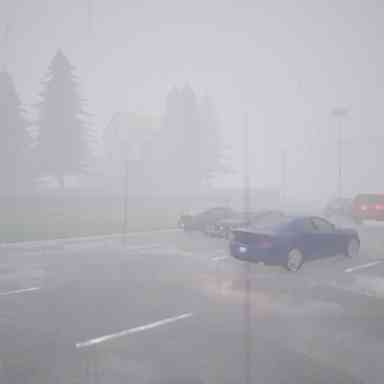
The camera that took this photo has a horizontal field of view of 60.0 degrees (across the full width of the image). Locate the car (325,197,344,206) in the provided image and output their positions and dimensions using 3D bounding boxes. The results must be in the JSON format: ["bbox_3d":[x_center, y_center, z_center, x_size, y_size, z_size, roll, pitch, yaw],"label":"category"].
[{"bbox_3d":[12.300,1.193,25.888,4.553,1.767,2.097,0,0,-36],"label":"car"}]

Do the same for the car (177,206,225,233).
[{"bbox_3d":[1.390,1.456,17.860,4.674,1.442,1.812,0,0,-36],"label":"car"}]

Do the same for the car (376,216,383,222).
[{"bbox_3d":[7.252,1.433,9.143,4.892,1.490,1.837,0,0,-36],"label":"car"}]

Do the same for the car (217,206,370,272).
[{"bbox_3d":[3.407,1.422,10.668,5.008,1.535,1.882,-1,0,-36],"label":"car"}]

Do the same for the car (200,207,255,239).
[{"bbox_3d":[3.215,1.478,14.826,5.357,1.411,2.033,0,0,-37],"label":"car"}]

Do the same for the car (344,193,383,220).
[{"bbox_3d":[12.615,1.076,21.772,5.566,2.045,2.150,-1,0,-36],"label":"car"}]
